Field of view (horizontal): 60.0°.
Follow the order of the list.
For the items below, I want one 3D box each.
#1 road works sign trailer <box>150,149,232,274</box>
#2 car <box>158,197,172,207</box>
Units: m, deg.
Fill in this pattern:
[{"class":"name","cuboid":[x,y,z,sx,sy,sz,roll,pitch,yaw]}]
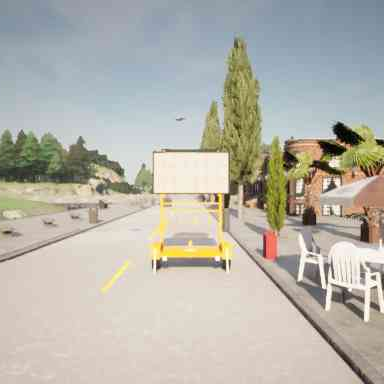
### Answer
[{"class":"road works sign trailer","cuboid":[-0.026,0.464,10.507,2.380,3.560,2.880,0,0,0]},{"class":"car","cuboid":[-4.128,1.545,51.940,2.033,1.411,5.357,0,0,0]}]
